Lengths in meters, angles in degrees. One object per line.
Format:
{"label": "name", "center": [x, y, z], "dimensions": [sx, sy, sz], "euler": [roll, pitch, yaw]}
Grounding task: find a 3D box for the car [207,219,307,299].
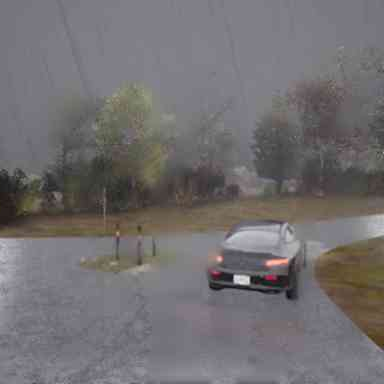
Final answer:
{"label": "car", "center": [1.759, 1.394, 8.181], "dimensions": [1.812, 1.442, 4.674], "euler": [0, 1, 22]}
